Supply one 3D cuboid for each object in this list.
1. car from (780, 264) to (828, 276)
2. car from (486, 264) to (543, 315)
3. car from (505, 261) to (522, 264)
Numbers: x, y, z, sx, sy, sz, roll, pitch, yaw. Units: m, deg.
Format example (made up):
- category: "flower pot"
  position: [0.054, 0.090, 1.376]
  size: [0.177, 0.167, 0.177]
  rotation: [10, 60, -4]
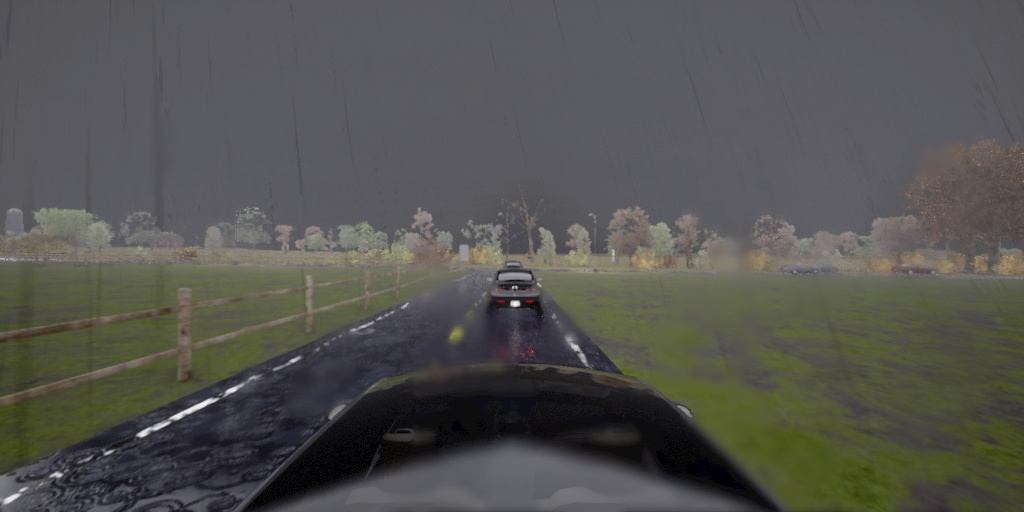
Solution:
- category: "car"
  position: [39.140, 1.812, 48.596]
  size: [4.902, 1.511, 2.128]
  rotation: [1, 1, 0]
- category: "car"
  position: [0.102, 1.206, 13.336]
  size: [1.837, 1.490, 4.892]
  rotation: [0, 0, 0]
- category: "car"
  position: [0.104, 1.146, 29.639]
  size: [1.837, 1.490, 4.892]
  rotation: [0, 0, 0]
